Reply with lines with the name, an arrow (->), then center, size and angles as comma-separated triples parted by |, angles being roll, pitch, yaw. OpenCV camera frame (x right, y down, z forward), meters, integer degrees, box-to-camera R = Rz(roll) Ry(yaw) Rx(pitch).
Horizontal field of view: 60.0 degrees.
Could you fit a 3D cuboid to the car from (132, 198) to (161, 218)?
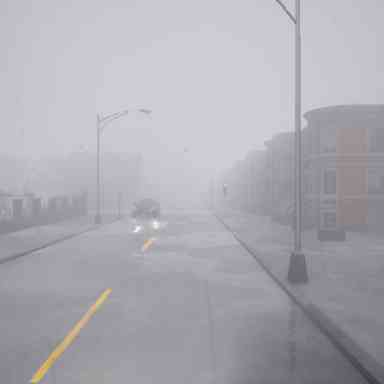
car -> -4.000, 1.368, 29.720 | 2.097, 1.767, 4.553 | 0, 0, 0
